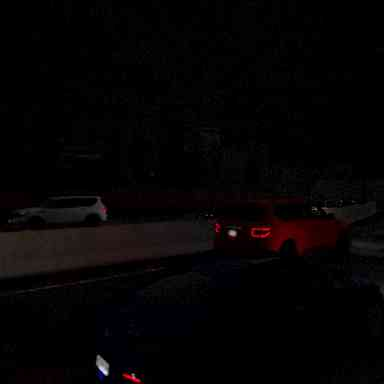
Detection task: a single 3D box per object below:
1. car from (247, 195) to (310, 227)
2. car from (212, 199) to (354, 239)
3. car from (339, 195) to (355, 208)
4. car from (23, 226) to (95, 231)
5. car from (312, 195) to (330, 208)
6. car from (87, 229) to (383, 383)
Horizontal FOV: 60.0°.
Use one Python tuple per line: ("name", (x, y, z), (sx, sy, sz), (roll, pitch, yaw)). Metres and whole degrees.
("car", (6.464, 1.243, 24.286), (2.150, 2.045, 5.566), (0, 0, 42))
("car", (3.153, 1.231, 11.005), (5.566, 2.045, 2.150), (0, 0, -41))
("car", (22.907, 1.373, 49.093), (2.097, 1.767, 4.553), (0, 0, 26))
("car", (-7.914, 1.268, 20.088), (5.566, 2.045, 2.150), (-1, 0, -39))
("car", (19.299, 1.382, 49.711), (2.097, 1.767, 4.553), (0, 0, 27))
("car", (0.933, 1.531, 4.705), (4.674, 1.442, 1.812), (0, 0, -38))
